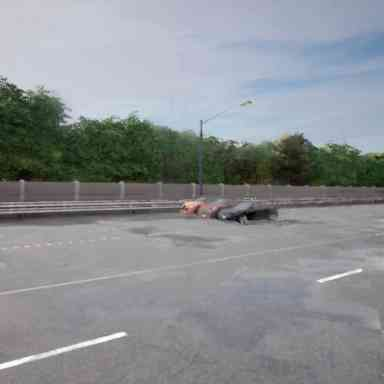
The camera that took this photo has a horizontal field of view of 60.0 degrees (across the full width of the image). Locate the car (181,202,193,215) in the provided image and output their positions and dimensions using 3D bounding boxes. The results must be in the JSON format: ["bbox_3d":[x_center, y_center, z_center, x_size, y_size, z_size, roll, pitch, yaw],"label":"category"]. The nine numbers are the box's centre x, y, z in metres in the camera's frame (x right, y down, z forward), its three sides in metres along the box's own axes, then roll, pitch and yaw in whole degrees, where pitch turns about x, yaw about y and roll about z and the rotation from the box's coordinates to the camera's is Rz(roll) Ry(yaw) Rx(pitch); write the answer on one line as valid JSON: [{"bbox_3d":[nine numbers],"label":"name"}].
[{"bbox_3d":[1.173,1.210,30.630,4.553,1.767,2.097,2,-1,-37],"label":"car"}]

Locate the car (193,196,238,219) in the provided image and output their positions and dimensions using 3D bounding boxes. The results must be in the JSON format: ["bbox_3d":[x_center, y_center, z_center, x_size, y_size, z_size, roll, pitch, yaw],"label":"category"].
[{"bbox_3d":[2.736,1.309,27.431,4.553,1.767,2.097,0,0,-37],"label":"car"}]

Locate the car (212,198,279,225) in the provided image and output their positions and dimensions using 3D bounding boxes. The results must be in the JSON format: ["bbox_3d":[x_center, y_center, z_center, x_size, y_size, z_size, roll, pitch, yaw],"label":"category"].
[{"bbox_3d":[4.175,1.439,24.135,5.008,1.535,1.882,0,0,-37],"label":"car"}]
